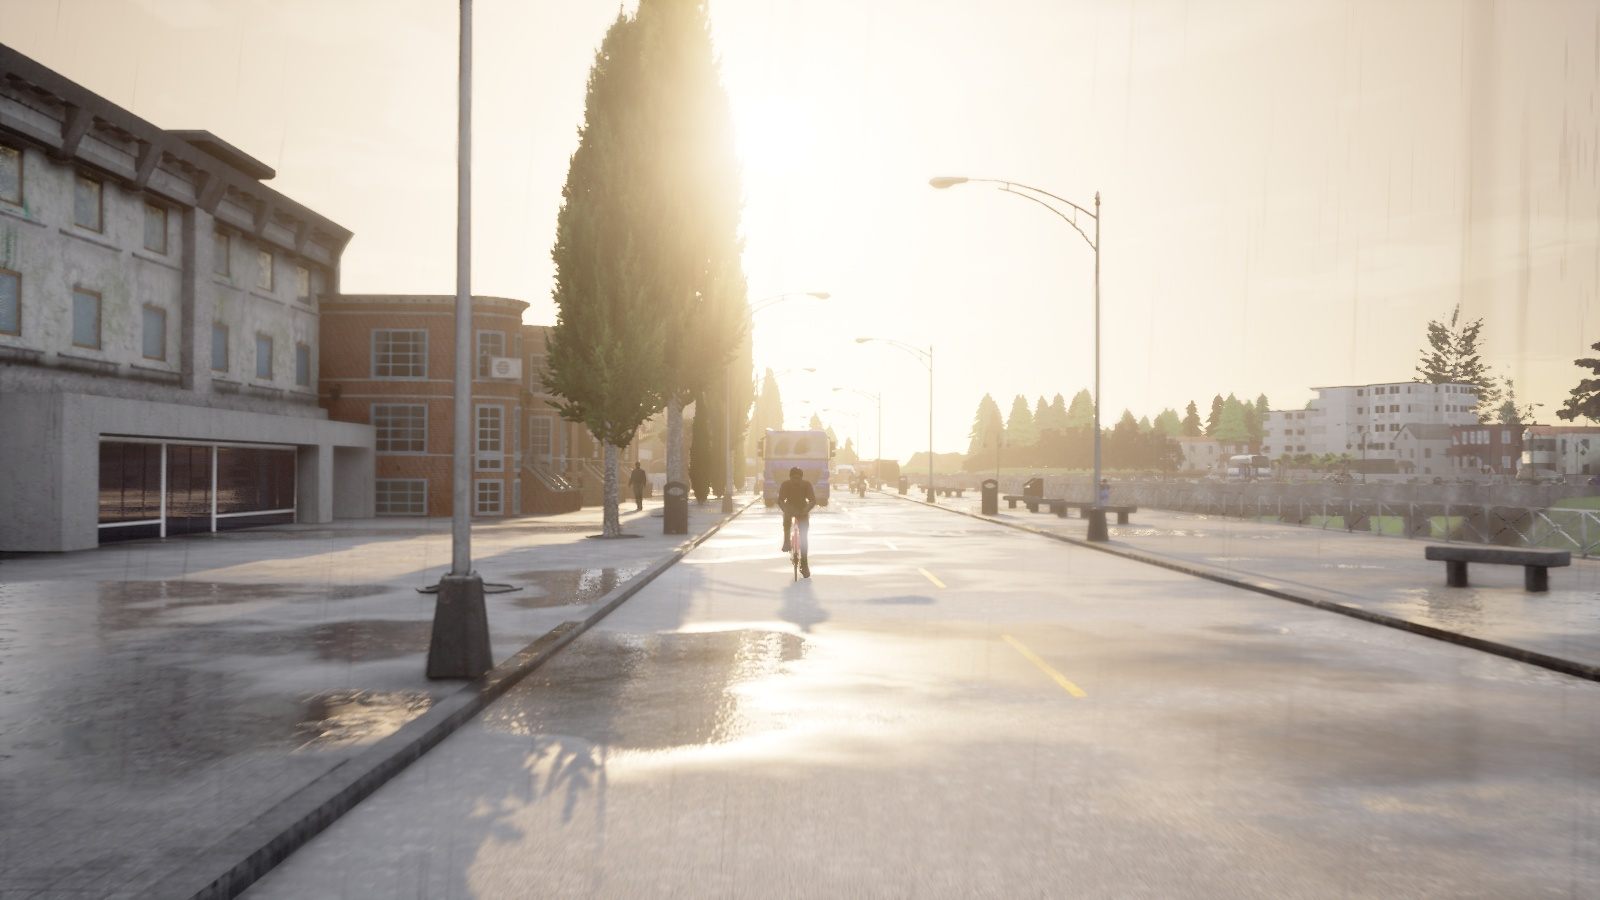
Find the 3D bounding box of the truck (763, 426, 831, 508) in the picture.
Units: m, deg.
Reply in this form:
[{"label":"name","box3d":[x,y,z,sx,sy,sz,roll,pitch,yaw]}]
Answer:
[{"label":"truck","box3d":[-0.153,0.796,57.531,2.891,3.462,7.936,0,-1,0]}]

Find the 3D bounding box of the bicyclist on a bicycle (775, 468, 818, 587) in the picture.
[{"label":"bicyclist on a bicycle","box3d":[-0.047,1.070,18.052,0.582,1.620,1.656,0,-1,0]}]

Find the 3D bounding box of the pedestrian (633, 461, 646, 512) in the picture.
[{"label":"pedestrian","box3d":[-5.835,1.306,45.555,0.370,1.835,0.726,0,-1,1]}]

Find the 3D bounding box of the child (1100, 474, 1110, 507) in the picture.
[{"label":"child","box3d":[11.778,1.570,48.533,0.270,1.263,0.437,0,-1,1]}]
